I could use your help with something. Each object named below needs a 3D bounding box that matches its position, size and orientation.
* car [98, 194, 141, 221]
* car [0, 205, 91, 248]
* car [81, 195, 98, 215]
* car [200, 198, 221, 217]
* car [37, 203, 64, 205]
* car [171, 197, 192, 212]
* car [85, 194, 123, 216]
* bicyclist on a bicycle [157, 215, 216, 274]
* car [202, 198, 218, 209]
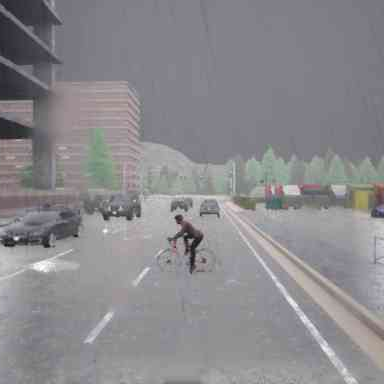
[{"bbox_3d":[-5.686,1.223,27.696,2.150,2.045,5.566,0,0,3],"label":"car"},{"bbox_3d":[-6.395,1.507,14.776,1.837,1.490,4.892,0,-1,3],"label":"car"},{"bbox_3d":[-9.154,1.139,26.895,2.128,1.511,4.902,0,0,3],"label":"car"},{"bbox_3d":[1.690,1.546,31.357,2.033,1.411,5.357,0,0,4],"label":"car"},{"bbox_3d":[-9.517,1.492,21.854,2.128,1.511,4.902,0,0,3],"label":"car"},{"bbox_3d":[-1.379,1.503,39.323,1.837,1.490,4.892,0,0,3],"label":"car"},{"bbox_3d":[-8.824,1.221,34.027,2.150,2.045,5.566,0,0,3],"label":"car"},{"bbox_3d":[-0.174,1.450,9.179,1.656,1.620,0.582,-2,0,3],"label":"bicyclist on a bicycle"},{"bbox_3d":[2.450,1.563,45.400,1.994,1.385,4.181,0,0,3],"label":"car"}]
